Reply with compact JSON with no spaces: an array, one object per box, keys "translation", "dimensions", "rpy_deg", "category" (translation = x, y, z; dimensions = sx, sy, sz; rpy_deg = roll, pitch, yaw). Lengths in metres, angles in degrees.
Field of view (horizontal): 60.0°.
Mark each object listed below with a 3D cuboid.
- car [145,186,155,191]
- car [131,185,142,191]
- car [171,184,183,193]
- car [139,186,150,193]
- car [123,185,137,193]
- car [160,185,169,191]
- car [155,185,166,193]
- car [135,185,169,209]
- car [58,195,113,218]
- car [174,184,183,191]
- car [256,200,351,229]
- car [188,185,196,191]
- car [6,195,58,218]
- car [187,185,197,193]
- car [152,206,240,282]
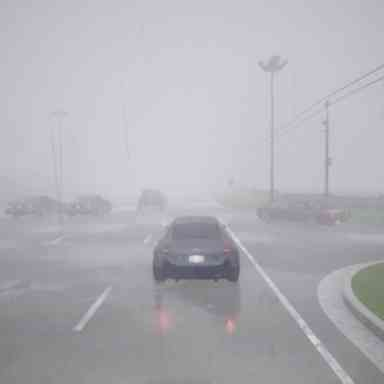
[{"translation":[-10.496,-0.966,84.091],"dimensions":[1.895,1.301,4.718],"rpy_deg":[0,2,0],"category":"car"},{"translation":[-13.996,-1.007,84.060],"dimensions":[1.994,1.385,4.181],"rpy_deg":[0,2,0],"category":"car"},{"translation":[-3.496,-0.773,74.124],"dimensions":[2.097,1.767,4.553],"rpy_deg":[0,2,0],"category":"car"},{"translation":[-10.496,-0.615,73.647],"dimensions":[1.837,1.490,4.892],"rpy_deg":[0,2,0],"category":"car"},{"translation":[-13.996,-0.564,74.032],"dimensions":[1.994,1.385,4.181],"rpy_deg":[0,2,0],"category":"car"},{"translation":[-6.996,-1.060,84.058],"dimensions":[1.837,1.490,4.892],"rpy_deg":[0,2,0],"category":"car"},{"translation":[-6.996,-0.772,74.168],"dimensions":[2.097,1.767,4.553],"rpy_deg":[0,2,0],"category":"car"},{"translation":[-3.398,0.513,29.334],"dimensions":[2.097,1.767,4.553],"rpy_deg":[0,2,0],"category":"car"},{"translation":[-6.899,0.899,22.693],"dimensions":[2.033,1.411,5.357],"rpy_deg":[0,2,0],"category":"car"},{"translation":[-3.496,-1.204,84.024],"dimensions":[2.097,1.767,4.553],"rpy_deg":[0,2,0],"category":"car"},{"translation":[5.696,1.094,17.686],"dimensions":[1.895,1.301,4.718],"rpy_deg":[-1,2,-36],"category":"car"},{"translation":[0.004,-1.082,84.057],"dimensions":[1.882,1.535,5.008],"rpy_deg":[0,2,0],"category":"car"},{"translation":[-10.400,0.901,22.599],"dimensions":[2.033,1.411,5.357],"rpy_deg":[0,2,0],"category":"car"},{"translation":[0.004,-0.564,74.065],"dimensions":[1.994,1.385,4.181],"rpy_deg":[0,2,0],"category":"car"},{"translation":[0.099,1.306,8.942],"dimensions":[1.994,1.385,4.181],"rpy_deg":[0,2,0],"category":"car"}]
